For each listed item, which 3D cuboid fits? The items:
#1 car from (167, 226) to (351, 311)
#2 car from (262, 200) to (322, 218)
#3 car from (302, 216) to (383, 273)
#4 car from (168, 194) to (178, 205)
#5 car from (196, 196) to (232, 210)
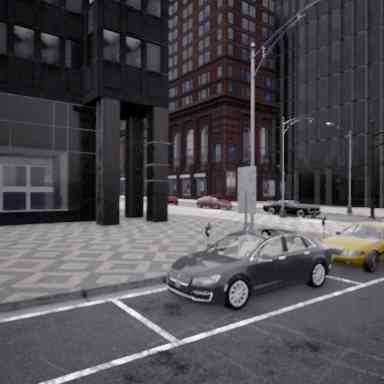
[{"bbox_3d":[1.496,1.573,7.739,4.403,1.369,2.008,0,0,-36],"label":"car"},{"bbox_3d":[8.197,1.381,27.449,1.895,1.301,4.718,0,1,-36],"label":"car"},{"bbox_3d":[5.833,1.568,10.858,4.829,1.417,1.752,0,0,-36],"label":"car"},{"bbox_3d":[-3.673,0.891,43.790,1.882,1.535,5.008,0,1,-36],"label":"car"},{"bbox_3d":[2.296,1.120,35.563,1.812,1.442,4.674,0,1,-36],"label":"car"}]
